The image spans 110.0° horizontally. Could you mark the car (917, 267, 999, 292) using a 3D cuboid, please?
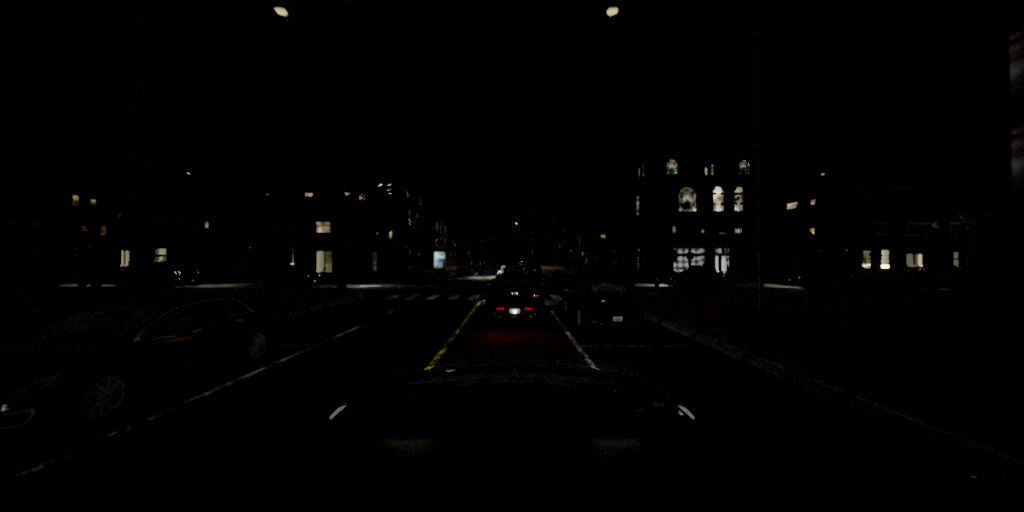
[{"bbox_3d":[29.178,1.511,22.870,4.097,1.591,1.967,0,0,1],"label":"car"}]

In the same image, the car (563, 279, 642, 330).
[{"bbox_3d":[2.691,1.389,11.310,2.007,1.370,4.403,0,0,0],"label":"car"}]

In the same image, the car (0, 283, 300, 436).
[{"bbox_3d":[-5.690,1.337,5.636,2.007,1.370,4.403,0,0,0],"label":"car"}]

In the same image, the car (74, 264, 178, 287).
[{"bbox_3d":[-25.414,1.376,23.715,4.403,1.370,2.007,0,0,1],"label":"car"}]

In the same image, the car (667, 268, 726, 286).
[{"bbox_3d":[14.812,1.650,28.891,4.181,1.385,1.994,0,-1,1],"label":"car"}]

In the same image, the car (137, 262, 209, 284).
[{"bbox_3d":[-25.616,1.215,26.322,4.553,1.767,2.097,0,-1,1],"label":"car"}]

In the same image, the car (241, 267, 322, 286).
[{"bbox_3d":[-16.568,1.501,26.177,4.718,1.301,1.895,0,-1,1],"label":"car"}]

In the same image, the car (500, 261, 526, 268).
[{"bbox_3d":[0.102,1.542,35.793,1.882,1.535,5.008,0,-1,0],"label":"car"}]

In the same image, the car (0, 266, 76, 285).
[{"bbox_3d":[-35.706,1.423,26.480,4.718,1.301,1.895,0,-1,1],"label":"car"}]

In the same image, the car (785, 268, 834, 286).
[{"bbox_3d":[24.628,1.659,28.743,4.674,1.442,1.812,0,-1,1],"label":"car"}]

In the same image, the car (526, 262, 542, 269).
[{"bbox_3d":[2.693,1.704,43.699,1.948,1.339,4.313,0,0,0],"label":"car"}]

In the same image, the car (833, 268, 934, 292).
[{"bbox_3d":[23.644,1.626,22.921,4.207,1.307,1.802,0,0,1],"label":"car"}]

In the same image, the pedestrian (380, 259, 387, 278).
[{"bbox_3d":[-12.550,1.186,34.857,0.375,1.860,0.375,0,-1,1],"label":"pedestrian"}]

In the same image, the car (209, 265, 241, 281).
[{"bbox_3d":[-25.452,1.473,32.097,4.829,1.417,1.751,0,0,1],"label":"car"}]

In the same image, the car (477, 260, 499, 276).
[{"bbox_3d":[-3.081,1.622,44.392,1.882,1.535,5.008,0,-1,1],"label":"car"}]

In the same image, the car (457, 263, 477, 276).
[{"bbox_3d":[-5.688,1.720,43.713,1.802,1.307,4.207,0,0,0],"label":"car"}]

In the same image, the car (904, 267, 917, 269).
[{"bbox_3d":[34.871,1.661,28.570,5.008,1.535,1.882,0,-1,1],"label":"car"}]

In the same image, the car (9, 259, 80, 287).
[{"bbox_3d":[-30.950,1.118,23.801,5.009,1.841,2.192,0,0,1],"label":"car"}]

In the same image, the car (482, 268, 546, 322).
[{"bbox_3d":[0.137,1.357,12.751,1.837,1.490,4.892,0,0,1],"label":"car"}]
